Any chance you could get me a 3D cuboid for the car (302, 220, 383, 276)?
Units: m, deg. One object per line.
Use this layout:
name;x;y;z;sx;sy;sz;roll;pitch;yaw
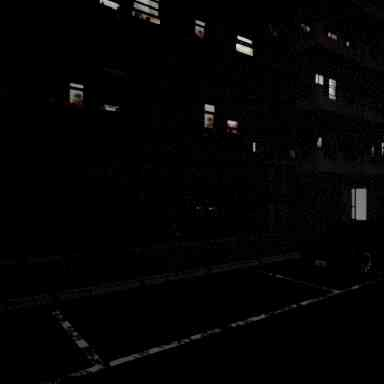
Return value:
car;5.279;1.566;10.320;4.313;1.339;1.947;0;0;-35
